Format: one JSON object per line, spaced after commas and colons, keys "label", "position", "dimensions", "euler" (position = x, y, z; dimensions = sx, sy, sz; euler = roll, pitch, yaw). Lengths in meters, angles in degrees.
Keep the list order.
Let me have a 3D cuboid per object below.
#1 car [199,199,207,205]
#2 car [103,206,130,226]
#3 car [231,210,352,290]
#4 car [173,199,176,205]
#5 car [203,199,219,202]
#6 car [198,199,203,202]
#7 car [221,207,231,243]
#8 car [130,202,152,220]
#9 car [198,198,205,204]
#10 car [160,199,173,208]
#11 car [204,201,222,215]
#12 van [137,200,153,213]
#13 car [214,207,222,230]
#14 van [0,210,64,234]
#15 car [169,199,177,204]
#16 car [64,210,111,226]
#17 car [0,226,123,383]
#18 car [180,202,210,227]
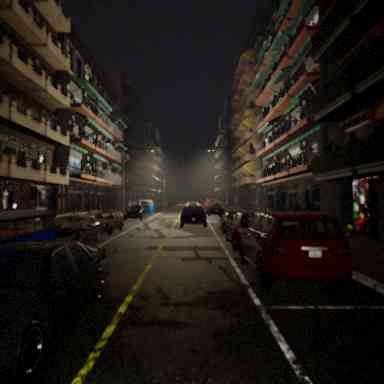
{"label": "car", "position": [2.595, 2.530, 81.847], "dimensions": [1.752, 1.417, 4.829], "euler": [1, -1, 0]}
{"label": "car", "position": [-5.299, 1.750, 20.277], "dimensions": [1.752, 1.417, 4.829], "euler": [1, -1, 0]}
{"label": "car", "position": [2.582, 1.412, 9.357], "dimensions": [2.192, 1.841, 5.009], "euler": [1, -1, 0]}
{"label": "car", "position": [-5.287, 2.494, 76.083], "dimensions": [1.947, 1.339, 4.313], "euler": [1, -1, 0]}
{"label": "car", "position": [2.589, 1.818, 42.736], "dimensions": [2.192, 1.841, 5.009], "euler": [1, -1, 0]}
{"label": "car", "position": [0.110, 1.973, 42.116], "dimensions": [1.882, 1.535, 5.008], "euler": [0, -1, 0]}
{"label": "car", "position": [2.581, 1.602, 14.919], "dimensions": [1.967, 1.590, 4.097], "euler": [1, -1, 0]}
{"label": "car", "position": [-5.297, 1.915, 31.575], "dimensions": [2.008, 1.369, 4.403], "euler": [1, -1, 0]}
{"label": "car", "position": [2.598, 2.595, 92.803], "dimensions": [1.967, 1.590, 4.097], "euler": [1, -1, 0]}
{"label": "car", "position": [-5.289, 2.307, 64.788], "dimensions": [1.752, 1.417, 4.829], "euler": [1, -1, 0]}
{"label": "car", "position": [2.585, 1.999, 37.168], "dimensions": [1.947, 1.339, 4.313], "euler": [1, -1, 0]}
{"label": "van", "position": [-5.292, 1.774, 37.141], "dimensions": [1.690, 1.788, 3.998], "euler": [1, -1, 0]}
{"label": "car", "position": [2.580, 1.809, 20.478], "dimensions": [1.802, 1.307, 4.206], "euler": [1, -1, 0]}
{"label": "van", "position": [-5.297, 1.438, 9.322], "dimensions": [1.690, 1.788, 3.998], "euler": [1, -1, 0]}
{"label": "car", "position": [-5.283, 2.677, 92.605], "dimensions": [1.752, 1.417, 4.829], "euler": [1, -1, 0]}
{"label": "car", "position": [-5.300, 1.712, 14.885], "dimensions": [2.008, 1.369, 4.403], "euler": [1, -1, 0]}
{"label": "car", "position": [-2.842, 1.606, 5.775], "dimensions": [2.033, 1.411, 5.357], "euler": [0, 0, 0]}
{"label": "car", "position": [0.107, 1.765, 25.405], "dimensions": [1.882, 1.535, 5.008], "euler": [0, -1, 0]}
